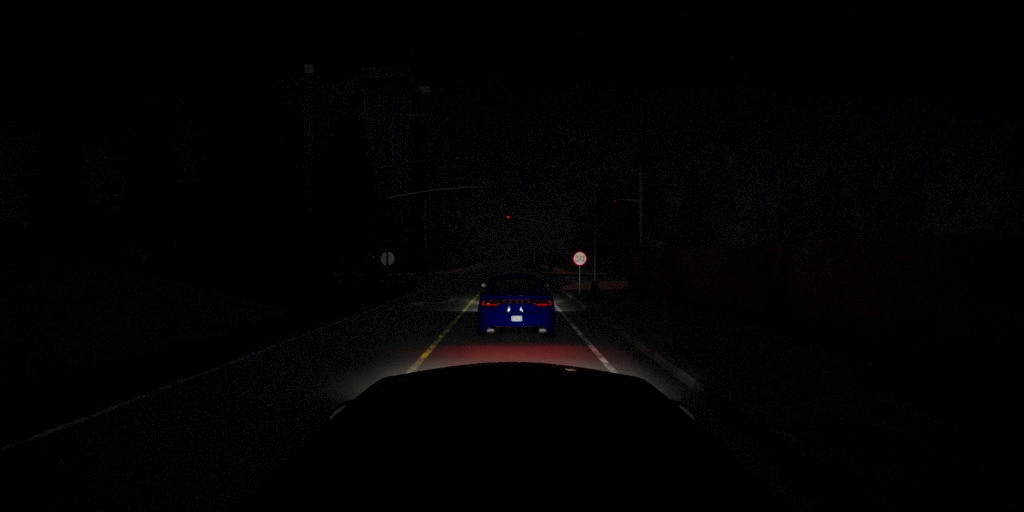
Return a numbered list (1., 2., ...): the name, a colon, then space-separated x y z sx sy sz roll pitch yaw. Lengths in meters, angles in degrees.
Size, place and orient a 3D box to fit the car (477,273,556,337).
1. car: 0.101 1.228 10.379 1.882 1.535 5.008 0 0 0
